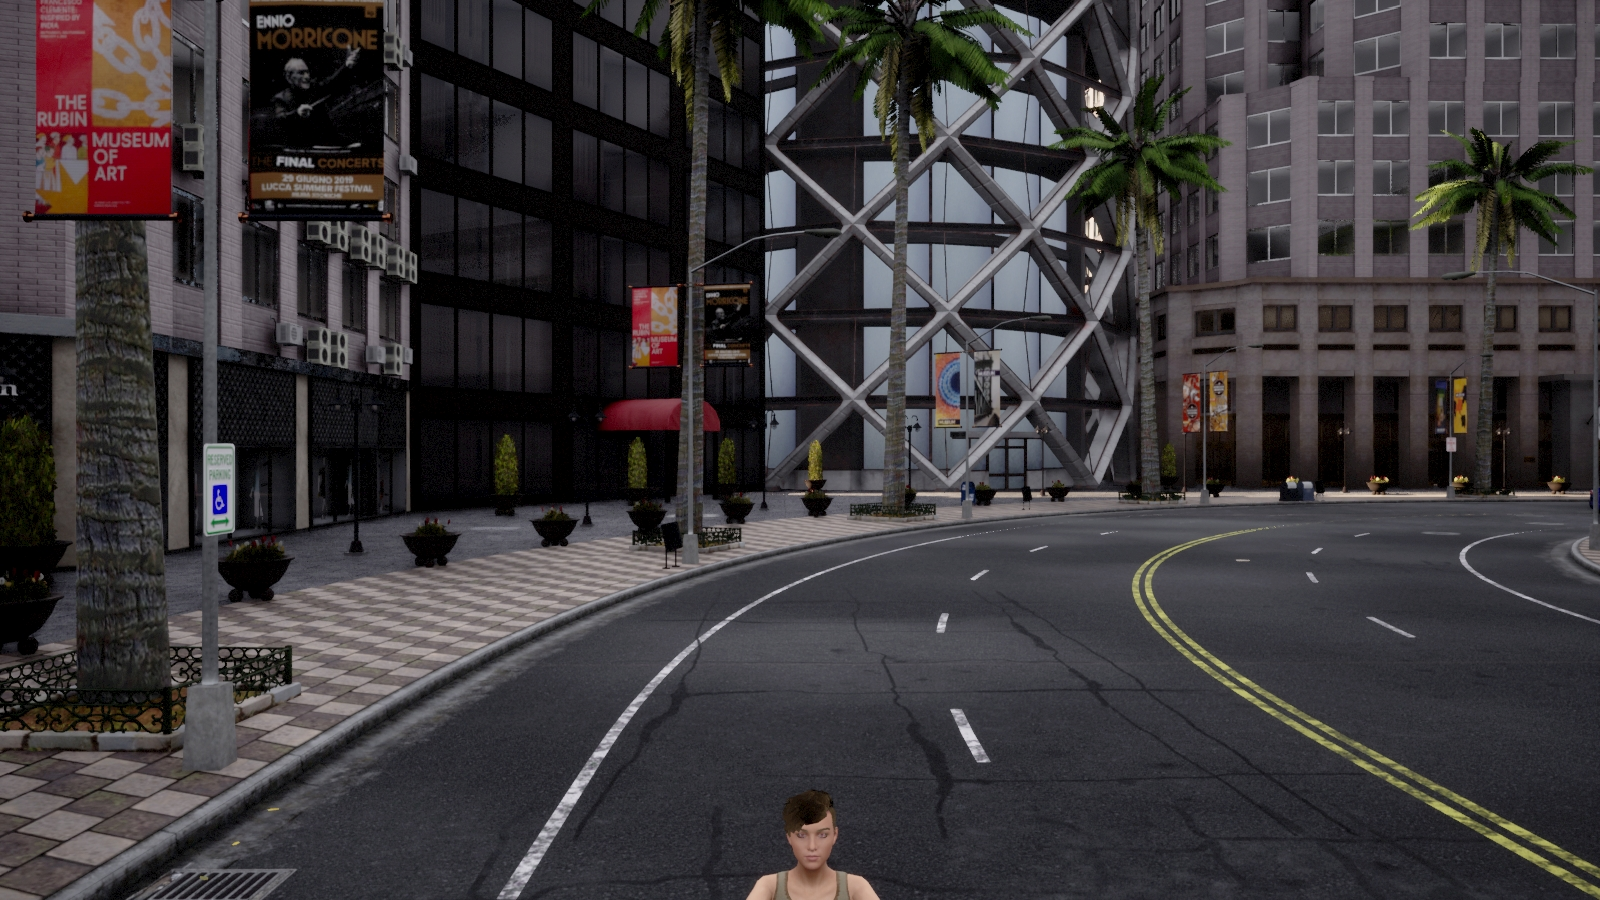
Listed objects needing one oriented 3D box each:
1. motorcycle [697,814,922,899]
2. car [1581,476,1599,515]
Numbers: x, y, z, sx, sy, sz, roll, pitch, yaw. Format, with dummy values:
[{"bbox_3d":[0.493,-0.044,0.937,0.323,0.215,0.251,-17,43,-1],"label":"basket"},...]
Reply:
[{"bbox_3d":[0.030,2.170,3.616,0.764,1.277,2.356,0,0,1],"label":"motorcycle"},{"bbox_3d":[36.842,1.968,49.589,4.611,1.667,2.242,0,0,-11],"label":"car"}]
